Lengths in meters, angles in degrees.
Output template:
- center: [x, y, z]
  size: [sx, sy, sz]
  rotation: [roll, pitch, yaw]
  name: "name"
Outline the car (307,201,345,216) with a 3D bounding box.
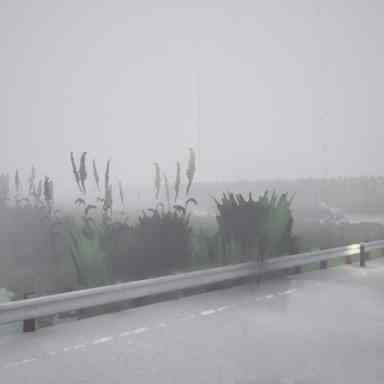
- center: [10.812, 1.569, 28.981]
  size: [2.097, 1.767, 4.553]
  rotation: [-1, 1, -43]
  name: "car"
